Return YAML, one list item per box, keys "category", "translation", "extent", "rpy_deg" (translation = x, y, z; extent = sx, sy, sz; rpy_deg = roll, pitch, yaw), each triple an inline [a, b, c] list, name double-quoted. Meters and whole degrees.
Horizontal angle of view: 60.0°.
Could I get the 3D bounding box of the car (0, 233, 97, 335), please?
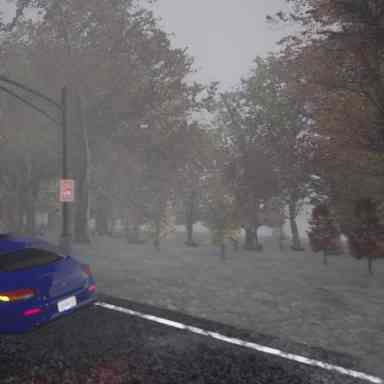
- category: "car"
  translation: [-3.800, 1.553, 6.330]
  extent: [4.674, 1.442, 1.812]
  rpy_deg: [-1, 4, 34]
